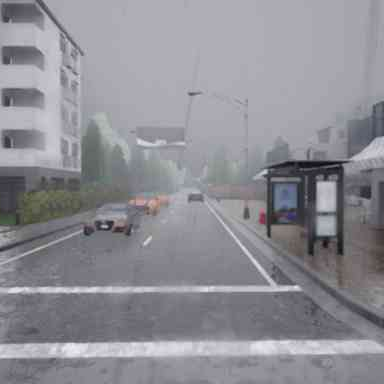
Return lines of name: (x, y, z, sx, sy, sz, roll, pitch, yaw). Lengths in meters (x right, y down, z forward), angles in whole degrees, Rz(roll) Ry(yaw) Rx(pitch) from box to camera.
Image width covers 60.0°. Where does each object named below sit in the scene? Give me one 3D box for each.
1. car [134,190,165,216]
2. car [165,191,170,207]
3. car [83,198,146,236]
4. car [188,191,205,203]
car: (-3.538, 0.803, 25.218, 2.097, 1.767, 4.553, 0, 1, 0)
car: (-3.483, 0.632, 35.268, 2.097, 1.767, 4.553, 0, 1, 1)
car: (-3.567, 1.179, 15.521, 1.994, 1.385, 4.181, 0, 1, 0)
car: (0.674, 0.611, 44.672, 1.882, 1.535, 5.008, -1, 1, 7)
